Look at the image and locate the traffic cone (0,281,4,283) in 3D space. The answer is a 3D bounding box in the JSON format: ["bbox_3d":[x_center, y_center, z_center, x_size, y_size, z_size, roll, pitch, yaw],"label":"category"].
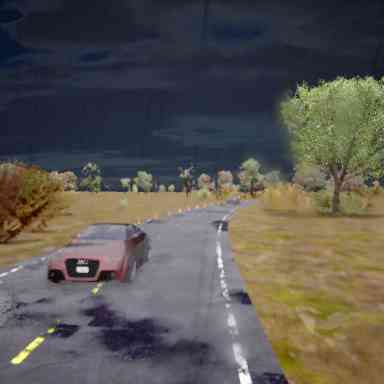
[{"bbox_3d":[-4.923,1.974,8.225,0.340,0.580,0.340,0,0,2],"label":"traffic cone"}]

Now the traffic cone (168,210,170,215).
[{"bbox_3d":[-2.293,2.025,33.404,0.340,0.580,0.340,0,0,9],"label":"traffic cone"}]

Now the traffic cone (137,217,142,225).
[{"bbox_3d":[-3.716,2.006,23.373,0.340,0.580,0.340,0,0,7],"label":"traffic cone"}]

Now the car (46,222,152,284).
[{"bbox_3d":[-2.405,1.588,9.592,1.994,1.385,4.181,0,0,3],"label":"car"}]

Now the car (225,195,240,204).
[{"bbox_3d":[7.828,1.443,63.919,2.097,1.767,4.553,0,0,19],"label":"car"}]

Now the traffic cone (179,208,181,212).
[{"bbox_3d":[-1.397,2.033,38.389,0.340,0.580,0.340,0,0,11],"label":"traffic cone"}]
